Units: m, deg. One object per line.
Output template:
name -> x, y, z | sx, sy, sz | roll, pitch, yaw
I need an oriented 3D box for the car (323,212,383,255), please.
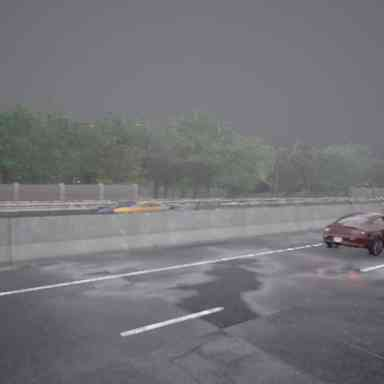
car -> 7.087, 1.527, 13.221 | 4.674, 1.442, 1.812 | 0, 0, -35

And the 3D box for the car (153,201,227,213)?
car -> 0.214, 1.373, 21.218 | 4.553, 1.767, 2.097 | 0, 0, -35

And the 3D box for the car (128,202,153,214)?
car -> -1.867, 1.616, 24.032 | 4.718, 1.301, 1.895 | 0, 0, -35

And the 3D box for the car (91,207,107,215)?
car -> -6.111, 1.550, 29.606 | 5.357, 1.411, 2.033 | 0, 0, -35

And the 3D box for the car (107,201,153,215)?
car -> -3.889, 1.495, 26.890 | 5.008, 1.535, 1.882 | 0, 0, -35
